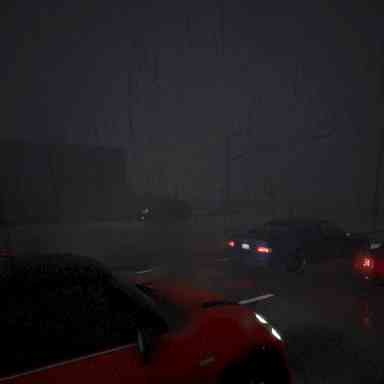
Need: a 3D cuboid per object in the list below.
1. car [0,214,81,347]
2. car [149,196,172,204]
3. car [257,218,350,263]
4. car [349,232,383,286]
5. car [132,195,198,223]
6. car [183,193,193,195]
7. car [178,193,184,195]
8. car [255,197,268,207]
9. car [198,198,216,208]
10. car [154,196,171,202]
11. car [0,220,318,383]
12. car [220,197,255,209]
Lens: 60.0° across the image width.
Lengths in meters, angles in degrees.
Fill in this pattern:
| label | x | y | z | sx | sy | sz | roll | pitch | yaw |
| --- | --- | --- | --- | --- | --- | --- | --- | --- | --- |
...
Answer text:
| label | x | y | z | sx | sy | sz | roll | pitch | yaw |
| --- | --- | --- | --- | --- | --- | --- | --- | --- | --- |
| car | -4.281 | 1.352 | 4.993 | 4.553 | 1.767 | 2.097 | 0 | 0 | -35 |
| car | -6.121 | 1.547 | 63.657 | 2.033 | 1.411 | 5.357 | 0 | 0 | -36 |
| car | 3.534 | 1.547 | 10.615 | 5.357 | 1.411 | 2.033 | 0 | 0 | -35 |
| car | 6.108 | 1.601 | 8.144 | 4.718 | 1.301 | 1.895 | 0 | 0 | -35 |
| car | -2.211 | 1.352 | 25.077 | 4.553 | 1.767 | 2.097 | 0 | 0 | -35 |
| car | -0.913 | 1.224 | 68.477 | 2.150 | 2.045 | 5.566 | 0 | 0 | -36 |
| car | -4.436 | 1.547 | 67.344 | 2.033 | 1.411 | 5.357 | 0 | 0 | -35 |
| car | 8.408 | 1.477 | 49.596 | 1.882 | 1.535 | 5.008 | 0 | 0 | -36 |
| car | 1.060 | 1.547 | 47.792 | 2.033 | 1.411 | 5.357 | 0 | 0 | -36 |
| car | -6.735 | 1.552 | 76.484 | 1.994 | 1.385 | 4.181 | 0 | 0 | -36 |
| car | -1.222 | 1.352 | 2.875 | 4.553 | 1.767 | 2.097 | 0 | 0 | -35 |
| car | 6.037 | 1.477 | 46.904 | 1.882 | 1.535 | 5.008 | 0 | 0 | -36 |
